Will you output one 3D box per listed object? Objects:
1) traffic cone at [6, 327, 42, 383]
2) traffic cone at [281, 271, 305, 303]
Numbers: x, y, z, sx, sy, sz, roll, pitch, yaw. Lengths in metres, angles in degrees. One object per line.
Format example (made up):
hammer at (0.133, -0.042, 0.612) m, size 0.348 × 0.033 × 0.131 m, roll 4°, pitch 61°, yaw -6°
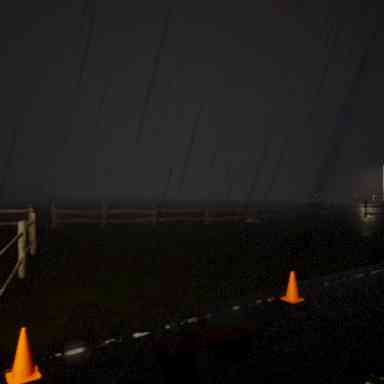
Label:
traffic cone at (-2.043, 1.950, 4.046) m, size 0.340 × 0.580 × 0.340 m, roll 0°, pitch 0°, yaw -35°
traffic cone at (2.097, 1.945, 6.919) m, size 0.340 × 0.580 × 0.340 m, roll 0°, pitch 0°, yaw -34°
